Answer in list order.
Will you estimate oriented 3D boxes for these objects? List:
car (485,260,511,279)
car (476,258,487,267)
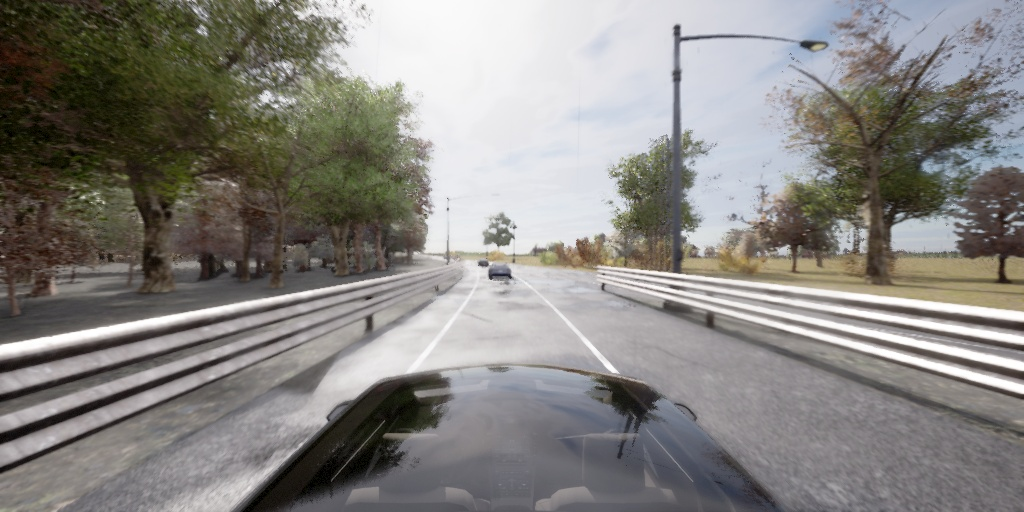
[{"bbox_3d":[-1.156,1.268,32.365,1.994,1.385,4.181,0,0,-5],"label":"car"},{"bbox_3d":[-5.294,1.144,64.663,1.812,1.442,4.674,0,0,-10],"label":"car"}]
